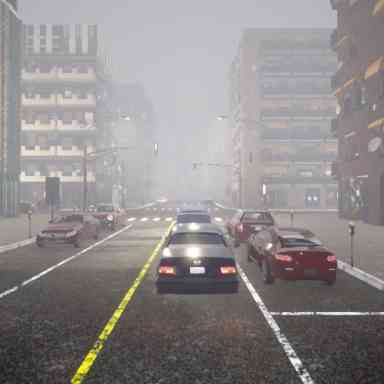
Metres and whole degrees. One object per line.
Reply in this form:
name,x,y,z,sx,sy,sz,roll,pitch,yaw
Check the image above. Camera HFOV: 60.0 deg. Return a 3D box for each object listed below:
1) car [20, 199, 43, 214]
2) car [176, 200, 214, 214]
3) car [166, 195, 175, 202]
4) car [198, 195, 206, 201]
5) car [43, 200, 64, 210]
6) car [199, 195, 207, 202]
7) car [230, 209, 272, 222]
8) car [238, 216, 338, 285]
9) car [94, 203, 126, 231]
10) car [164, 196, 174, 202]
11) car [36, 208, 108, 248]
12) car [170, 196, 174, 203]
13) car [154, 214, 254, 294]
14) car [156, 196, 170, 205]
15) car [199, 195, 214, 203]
car,-17.549,1.241,31.845,5.009,1.841,2.192,0,-1,0
car,0.100,1.482,19.547,1.882,1.535,5.008,0,0,0
car,-5.273,1.556,81.226,1.887,1.381,4.507,1,0,0
car,2.609,1.563,86.923,2.008,1.369,4.403,1,0,0
car,-17.608,1.591,39.721,4.313,1.339,1.947,0,-1,0
car,2.607,1.556,81.253,1.887,1.381,4.507,1,0,0
car,2.582,1.444,14.799,1.967,1.590,4.097,1,0,0
car,2.578,1.584,9.250,1.802,1.307,4.206,1,0,0
car,-5.305,1.445,20.329,1.967,1.590,4.097,1,0,0
car,-5.276,1.577,75.555,1.947,1.339,4.313,1,0,0
car,-5.305,1.585,14.780,1.802,1.307,4.206,1,0,0
car,-5.278,1.536,69.714,1.752,1.417,4.829,1,0,0
car,0.104,1.550,8.905,2.033,1.411,5.357,0,0,0
car,-5.282,1.535,58.372,1.752,1.417,4.829,1,0,0
car,2.596,1.560,52.898,2.008,1.369,4.403,1,0,0
